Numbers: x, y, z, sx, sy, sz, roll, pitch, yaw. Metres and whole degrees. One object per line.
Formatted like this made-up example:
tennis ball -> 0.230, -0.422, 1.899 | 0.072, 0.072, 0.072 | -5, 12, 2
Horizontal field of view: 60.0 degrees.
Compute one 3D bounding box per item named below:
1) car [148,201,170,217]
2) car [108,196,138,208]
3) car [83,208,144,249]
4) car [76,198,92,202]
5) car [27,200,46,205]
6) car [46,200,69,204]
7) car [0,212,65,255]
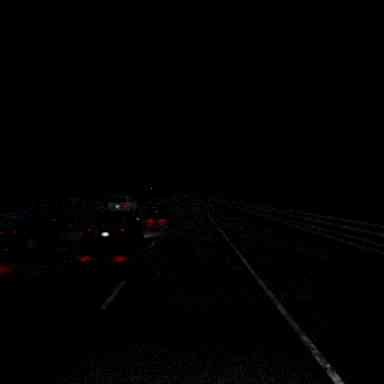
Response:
car -> -3.399, 1.708, 34.348 | 2.128, 1.511, 4.902 | 0, 0, 0
car -> -6.899, 1.431, 33.517 | 2.150, 2.045, 5.566 | 0, 0, 0
car -> -3.399, 1.645, 15.051 | 1.994, 1.385, 4.181 | 0, 0, 0
car -> -17.555, 1.747, 53.725 | 2.097, 1.767, 4.553 | 0, -1, 0
car -> -24.547, 1.992, 53.334 | 1.895, 1.301, 4.718 | 0, -1, 1
car -> -21.052, 1.993, 53.390 | 1.895, 1.301, 4.718 | 0, -1, 1
car -> -6.900, 1.551, 13.730 | 1.882, 1.535, 5.008 | 0, 0, 0
